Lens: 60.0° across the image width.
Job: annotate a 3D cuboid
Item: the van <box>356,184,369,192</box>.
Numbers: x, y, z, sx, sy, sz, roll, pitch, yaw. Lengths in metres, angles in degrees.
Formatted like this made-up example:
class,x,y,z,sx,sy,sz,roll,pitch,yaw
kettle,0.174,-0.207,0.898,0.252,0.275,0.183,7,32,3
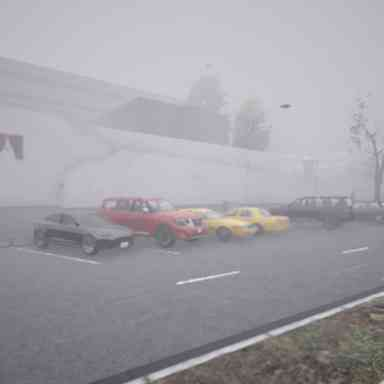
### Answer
class,x,y,z,sx,sy,sz,roll,pitch,yaw
van,43.500,-0.911,83.613,1.878,1.987,4.442,8,3,35

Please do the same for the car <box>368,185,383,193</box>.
class,x,y,z,sx,sy,sz,roll,pitch,yaw
car,45.256,-0.411,81.248,2.231,1.521,4.892,7,3,35

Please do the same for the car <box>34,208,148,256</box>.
class,x,y,z,sx,sy,sz,roll,pitch,yaw
car,-4.401,1.527,13.370,4.792,1.488,2.163,-1,-1,35

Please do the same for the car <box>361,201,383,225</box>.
class,x,y,z,sx,sy,sz,roll,pitch,yaw
car,12.704,1.468,25.552,4.553,1.767,2.185,-1,-1,35

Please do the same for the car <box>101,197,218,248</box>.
class,x,y,z,sx,sy,sz,roll,pitch,yaw
car,-1.957,1.254,15.118,5.566,2.045,2.435,-1,-1,35

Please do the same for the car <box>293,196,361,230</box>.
class,x,y,z,sx,sy,sz,roll,pitch,yaw
car,7.764,1.303,22.102,5.566,2.045,2.435,-1,-1,35

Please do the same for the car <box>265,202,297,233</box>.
class,x,y,z,sx,sy,sz,roll,pitch,yaw
car,2.750,1.525,18.709,5.366,1.575,1.946,-1,-1,35

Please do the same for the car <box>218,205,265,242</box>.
class,x,y,z,sx,sy,sz,roll,pitch,yaw
car,0.617,1.508,16.763,5.366,1.575,1.946,-1,-1,35
